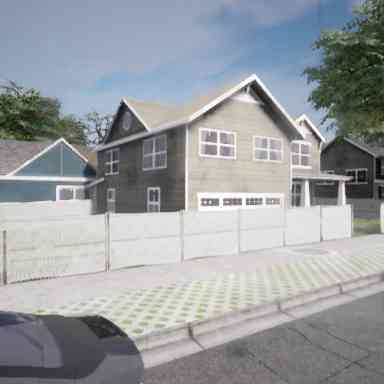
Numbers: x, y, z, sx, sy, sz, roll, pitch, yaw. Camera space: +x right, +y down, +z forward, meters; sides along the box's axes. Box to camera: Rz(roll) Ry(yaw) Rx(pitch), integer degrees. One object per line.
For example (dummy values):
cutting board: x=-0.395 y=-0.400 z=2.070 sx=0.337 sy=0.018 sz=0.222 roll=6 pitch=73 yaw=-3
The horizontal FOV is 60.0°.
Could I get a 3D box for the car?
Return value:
car: x=-2.500 y=1.493 z=1.386 sx=4.902 sy=1.511 sz=2.128 roll=0 pitch=0 yaw=-34
